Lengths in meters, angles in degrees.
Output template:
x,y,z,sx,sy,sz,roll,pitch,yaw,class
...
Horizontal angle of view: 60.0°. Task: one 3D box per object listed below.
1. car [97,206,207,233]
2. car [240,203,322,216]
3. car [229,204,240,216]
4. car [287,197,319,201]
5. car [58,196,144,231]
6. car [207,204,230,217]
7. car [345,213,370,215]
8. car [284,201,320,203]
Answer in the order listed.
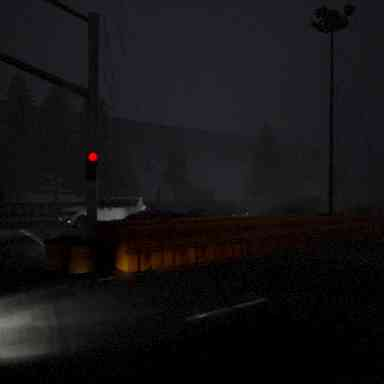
x,y,z,sx,sy,sz,roll,pitch,yaw,class
-1.925,1.589,15.457,4.892,1.490,1.837,1,0,-36,car
5.664,1.670,20.863,5.008,1.535,1.882,1,0,-35,car
2.473,1.695,27.145,4.902,1.511,2.128,1,0,-35,car
10.553,1.540,32.893,5.566,2.045,2.150,1,0,-35,car
-5.586,1.311,21.480,5.566,2.045,2.150,1,0,-35,car
-0.104,1.664,21.074,4.674,1.442,1.812,1,0,-35,car
13.809,1.909,26.618,4.718,1.301,1.895,1,0,-35,car
8.137,1.747,26.871,4.902,1.511,2.128,1,0,-35,car
